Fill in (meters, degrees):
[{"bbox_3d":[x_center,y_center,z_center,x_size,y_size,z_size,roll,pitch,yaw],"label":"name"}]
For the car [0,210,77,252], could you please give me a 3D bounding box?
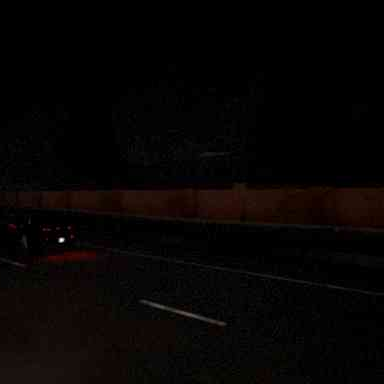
[{"bbox_3d":[-6.735,1.545,14.142,4.892,1.490,1.837,0,0,41],"label":"car"}]
